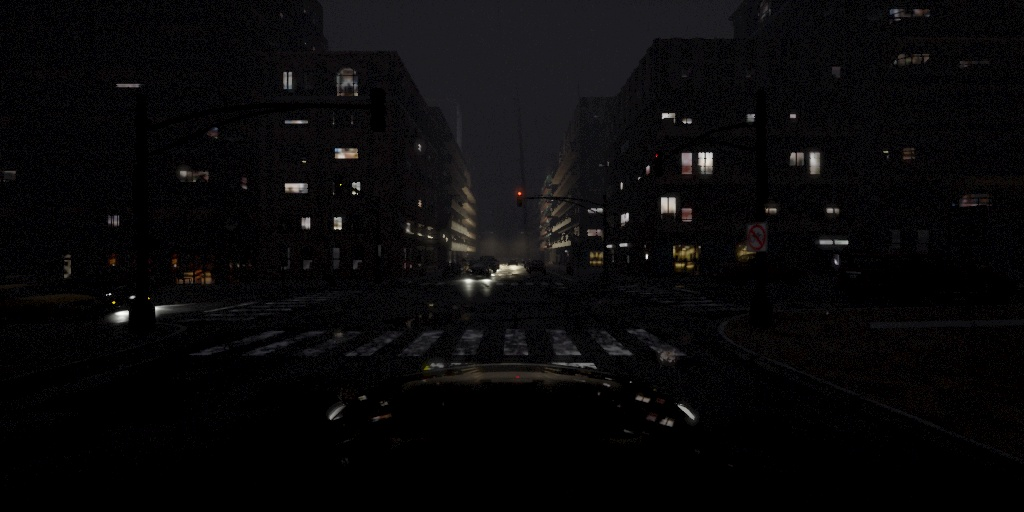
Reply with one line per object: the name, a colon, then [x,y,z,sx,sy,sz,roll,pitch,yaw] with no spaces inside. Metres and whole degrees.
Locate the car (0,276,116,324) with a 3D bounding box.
car: [-17.602,1.585,12.795,4.829,1.417,1.751,0,0,0]

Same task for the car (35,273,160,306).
car: [-18.288,1.628,15.380,4.181,1.385,1.994,-1,0,0]

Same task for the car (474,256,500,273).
car: [-2.993,0.981,44.056,2.150,2.045,5.566,0,0,0]

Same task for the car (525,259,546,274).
car: [2.788,1.198,40.754,1.967,1.591,4.097,0,0,0]

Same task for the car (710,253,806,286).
car: [14.625,0.759,21.376,5.009,1.841,2.192,0,0,0]

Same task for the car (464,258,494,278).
car: [-3.020,1.233,34.074,1.882,1.535,5.008,0,0,0]

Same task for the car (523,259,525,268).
car: [2.802,1.200,46.437,1.967,1.591,4.097,0,0,0]

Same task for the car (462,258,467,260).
car: [-5.593,1.283,40.604,1.751,1.417,4.829,0,0,0]

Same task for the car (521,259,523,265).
car: [2.831,1.348,57.802,1.802,1.307,4.207,0,0,0]

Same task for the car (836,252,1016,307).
car: [14.738,0.775,12.997,5.009,1.841,2.192,0,0,0]

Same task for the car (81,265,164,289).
car: [-23.550,1.462,21.106,5.009,1.841,2.192,0,0,0]

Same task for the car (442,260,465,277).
car: [-5.606,1.322,35.091,1.948,1.339,4.313,0,0,0]
